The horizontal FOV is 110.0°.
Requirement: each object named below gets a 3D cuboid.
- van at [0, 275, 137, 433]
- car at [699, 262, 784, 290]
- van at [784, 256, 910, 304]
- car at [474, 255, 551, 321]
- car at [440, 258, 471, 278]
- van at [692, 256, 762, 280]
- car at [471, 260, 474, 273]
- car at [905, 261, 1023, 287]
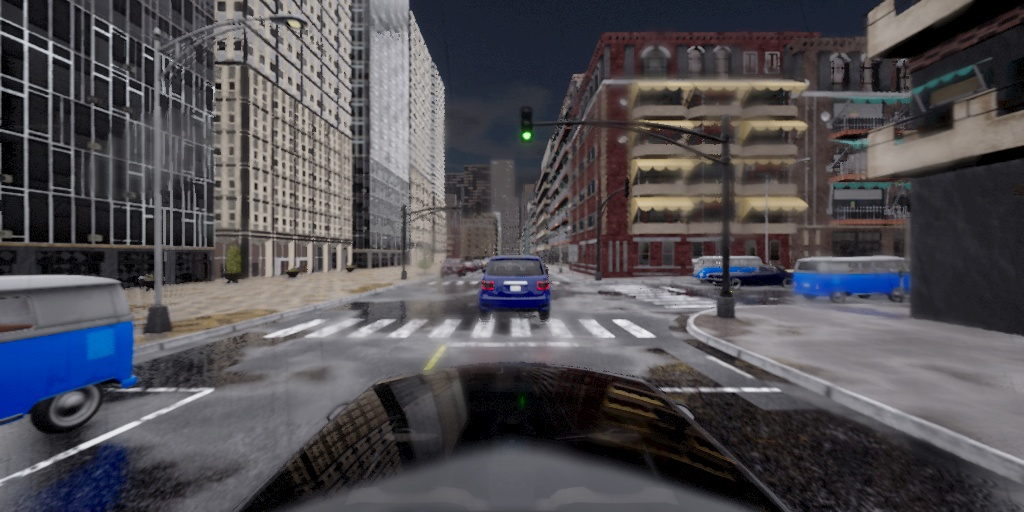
[{"bbox_3d":[-5.691,1.093,2.922,1.690,1.789,3.998,0,0,0],"label":"van"},{"bbox_3d":[13.615,1.172,20.287,4.718,1.301,1.895,-1,0,-1],"label":"car"},{"bbox_3d":[13.742,0.927,14.503,3.998,1.789,1.690,0,0,0],"label":"van"},{"bbox_3d":[0.101,0.994,12.638,2.150,2.045,5.566,0,0,0],"label":"car"},{"bbox_3d":[-5.691,1.141,35.311,2.192,1.841,5.009,0,0,0],"label":"car"},{"bbox_3d":[13.721,0.904,22.884,3.998,1.789,1.690,0,0,0],"label":"van"},{"bbox_3d":[-5.691,1.399,46.366,1.888,1.381,4.507,0,0,0],"label":"car"},{"bbox_3d":[25.703,1.005,20.365,4.718,1.301,1.895,-1,0,0],"label":"car"}]
